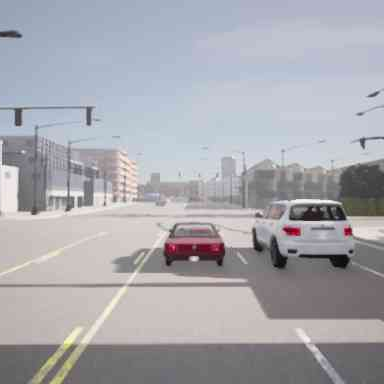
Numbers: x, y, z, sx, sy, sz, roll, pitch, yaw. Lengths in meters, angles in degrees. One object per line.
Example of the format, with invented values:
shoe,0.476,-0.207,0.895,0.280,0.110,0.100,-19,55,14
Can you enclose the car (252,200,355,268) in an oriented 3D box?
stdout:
car,3.574,1.310,11.719,2.150,2.045,5.566,0,-2,0

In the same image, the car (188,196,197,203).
car,0.080,2.059,92.676,2.150,2.045,5.566,0,-1,0

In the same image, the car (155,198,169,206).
car,-6.937,2.357,72.851,2.128,1.511,4.902,0,0,0

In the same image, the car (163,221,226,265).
car,0.080,1.703,12.001,1.895,1.301,4.718,0,-1,0

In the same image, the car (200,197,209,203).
car,3.581,2.196,93.025,2.097,1.767,4.553,0,-1,0
